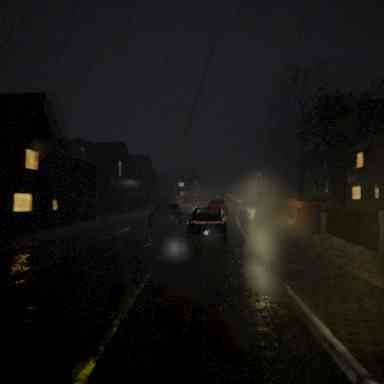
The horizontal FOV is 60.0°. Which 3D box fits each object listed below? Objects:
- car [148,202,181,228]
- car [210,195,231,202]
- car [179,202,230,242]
[{"bbox_3d":[-1.644,1.489,22.370,1.837,1.490,4.892,0,0,6],"label":"car"},{"bbox_3d":[2.670,1.421,33.401,1.882,1.535,5.008,0,0,8],"label":"car"},{"bbox_3d":[0.798,1.480,16.288,2.128,1.511,4.902,0,0,4],"label":"car"}]
